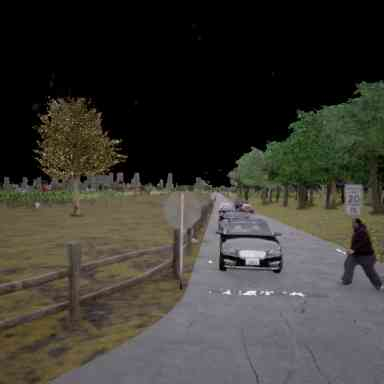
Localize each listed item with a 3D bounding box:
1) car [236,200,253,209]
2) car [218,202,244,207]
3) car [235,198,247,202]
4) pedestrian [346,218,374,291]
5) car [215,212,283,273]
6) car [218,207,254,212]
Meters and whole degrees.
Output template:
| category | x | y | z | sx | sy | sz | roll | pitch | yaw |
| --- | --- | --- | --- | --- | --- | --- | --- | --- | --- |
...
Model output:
| category | x | y | z | sx | sy | sz | roll | pitch | yaw |
| --- | --- | --- | --- | --- | --- | --- | --- | --- | --- |
| car | 7.549 | 2.281 | 46.606 | 1.812 | 1.442 | 4.674 | 1 | -1 | 4 |
| car | 3.458 | 2.024 | 31.566 | 2.033 | 1.411 | 5.357 | 1 | -1 | 4 |
| car | 8.302 | 2.108 | 56.386 | 2.150 | 2.045 | 5.566 | 1 | -1 | 4 |
| pedestrian | 4.087 | 1.458 | 8.114 | 0.375 | 1.860 | 0.375 | 1 | -1 | 4 |
| car | 1.885 | 1.661 | 11.447 | 2.128 | 1.511 | 4.902 | 1 | -1 | 6 |
| car | 2.658 | 1.881 | 21.012 | 1.994 | 1.385 | 4.181 | 1 | -1 | 4 |
